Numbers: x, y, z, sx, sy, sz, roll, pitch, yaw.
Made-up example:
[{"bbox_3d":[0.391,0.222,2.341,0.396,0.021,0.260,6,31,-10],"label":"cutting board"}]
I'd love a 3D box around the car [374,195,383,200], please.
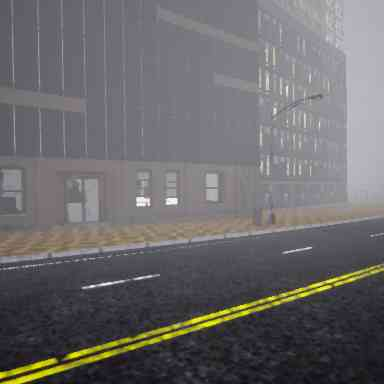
[{"bbox_3d":[46.210,1.390,80.202,4.313,1.339,1.947,0,1,44],"label":"car"}]

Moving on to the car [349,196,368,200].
[{"bbox_3d":[42.155,1.374,84.187,4.206,1.307,1.802,0,1,44],"label":"car"}]
